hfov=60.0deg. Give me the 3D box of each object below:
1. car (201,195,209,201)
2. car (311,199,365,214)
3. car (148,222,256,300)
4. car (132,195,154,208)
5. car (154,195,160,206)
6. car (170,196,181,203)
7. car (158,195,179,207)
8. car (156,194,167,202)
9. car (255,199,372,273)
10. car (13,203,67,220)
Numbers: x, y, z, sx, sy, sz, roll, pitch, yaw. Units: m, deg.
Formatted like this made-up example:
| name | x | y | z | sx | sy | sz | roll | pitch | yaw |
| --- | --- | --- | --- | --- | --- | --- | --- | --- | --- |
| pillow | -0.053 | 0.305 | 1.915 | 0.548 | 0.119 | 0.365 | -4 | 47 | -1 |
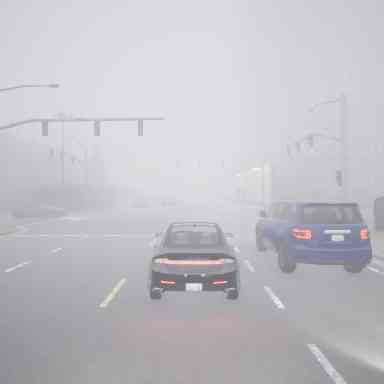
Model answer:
| name | x | y | z | sx | sy | sz | roll | pitch | yaw |
| --- | --- | --- | --- | --- | --- | --- | --- | --- | --- |
| car | 3.485 | 1.525 | 88.830 | 2.128 | 1.511 | 4.902 | 0 | 0 | 0 |
| car | 15.577 | 1.560 | 35.638 | 4.892 | 1.490 | 1.837 | 0 | 0 | 0 |
| car | 0.055 | 1.492 | 8.396 | 2.128 | 1.511 | 4.902 | 0 | 0 | 0 |
| car | -7.153 | 1.352 | 47.272 | 2.097 | 1.767 | 4.553 | 0 | 0 | 2 |
| car | -7.094 | 1.352 | 56.096 | 2.097 | 1.767 | 4.553 | 0 | 0 | 0 |
| car | -3.512 | 1.540 | 71.885 | 2.033 | 1.411 | 5.357 | 0 | 0 | 0 |
| car | -3.595 | 1.547 | 51.890 | 2.033 | 1.411 | 5.357 | 0 | 0 | 0 |
| car | -7.013 | 1.355 | 76.464 | 2.097 | 1.767 | 4.553 | 0 | 0 | 0 |
| car | 3.570 | 1.221 | 10.841 | 2.150 | 2.045 | 5.566 | 0 | 0 | 0 |
| car | -13.048 | 1.610 | 28.616 | 4.181 | 1.385 | 1.994 | 0 | 0 | -3 |
